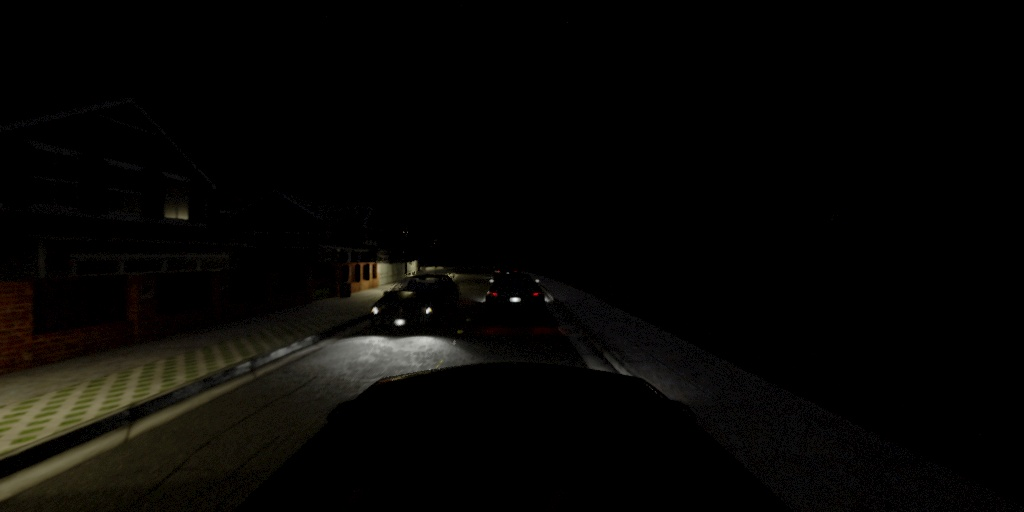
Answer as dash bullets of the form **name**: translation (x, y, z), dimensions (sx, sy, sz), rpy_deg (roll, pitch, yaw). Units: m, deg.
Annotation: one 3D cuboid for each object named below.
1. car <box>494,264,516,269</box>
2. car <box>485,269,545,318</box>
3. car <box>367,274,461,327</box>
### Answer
- **car**: translation (-0.579, 1.360, 30.262), dimensions (1.994, 1.385, 4.181), rpy_deg (0, 0, -5)
- **car**: translation (0.098, 1.334, 13.169), dimensions (1.994, 1.385, 4.181), rpy_deg (0, 0, 0)
- **car**: translation (-2.858, 1.316, 11.813), dimensions (2.033, 1.411, 5.357), rpy_deg (0, 0, 0)
